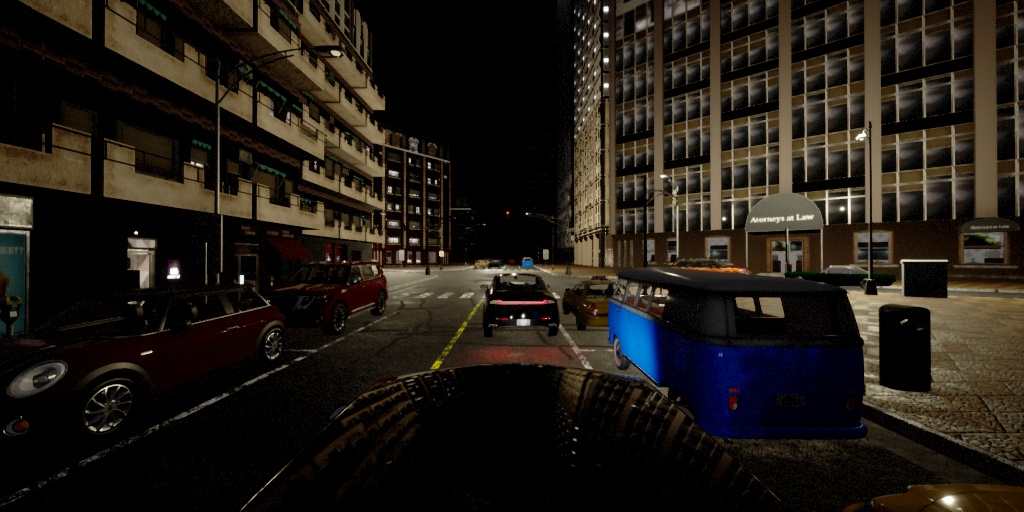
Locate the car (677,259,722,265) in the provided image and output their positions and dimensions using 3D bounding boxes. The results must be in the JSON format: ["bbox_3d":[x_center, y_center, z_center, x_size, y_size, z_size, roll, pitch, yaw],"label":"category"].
[{"bbox_3d":[12.061,0.975,21.871,4.553,1.767,2.097,-1,-1,41],"label":"car"}]

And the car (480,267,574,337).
[{"bbox_3d":[0.130,1.244,10.291,2.128,1.511,4.902,0,0,-3],"label":"car"}]

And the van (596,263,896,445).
[{"bbox_3d":[2.564,1.092,5.150,1.690,1.789,3.998,0,0,0],"label":"van"}]

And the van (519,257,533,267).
[{"bbox_3d":[2.546,1.167,59.680,1.690,1.789,3.998,0,0,0],"label":"van"}]

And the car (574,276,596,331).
[{"bbox_3d":[2.562,1.279,10.857,1.751,1.417,4.829,0,0,0],"label":"car"}]

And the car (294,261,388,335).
[{"bbox_3d":[-5.318,1.068,10.678,2.192,1.841,5.009,0,0,0],"label":"car"}]

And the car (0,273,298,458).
[{"bbox_3d":[-5.316,1.191,5.142,1.967,1.591,4.097,0,0,0],"label":"car"}]

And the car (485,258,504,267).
[{"bbox_3d":[-2.837,1.425,58.768,1.895,1.301,4.718,0,0,2],"label":"car"}]

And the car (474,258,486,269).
[{"bbox_3d":[-5.334,1.352,59.508,1.751,1.417,4.829,0,0,0],"label":"car"}]

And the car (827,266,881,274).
[{"bbox_3d":[18.302,1.194,20.409,4.718,1.301,1.895,-1,-1,40],"label":"car"}]
